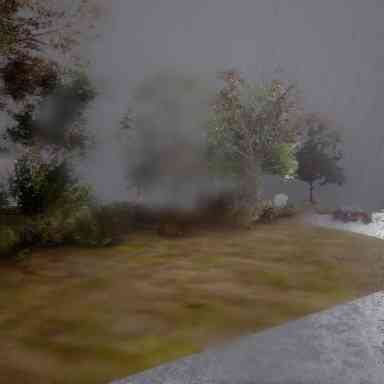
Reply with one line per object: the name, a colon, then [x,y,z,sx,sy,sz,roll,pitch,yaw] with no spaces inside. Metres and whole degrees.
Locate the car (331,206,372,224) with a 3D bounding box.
car: [13.044,1.876,27.447,1.895,1.301,4.718,0,0,9]

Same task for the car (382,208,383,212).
car: [25.058,1.974,39.477,4.674,1.442,1.812,1,0,-5]
